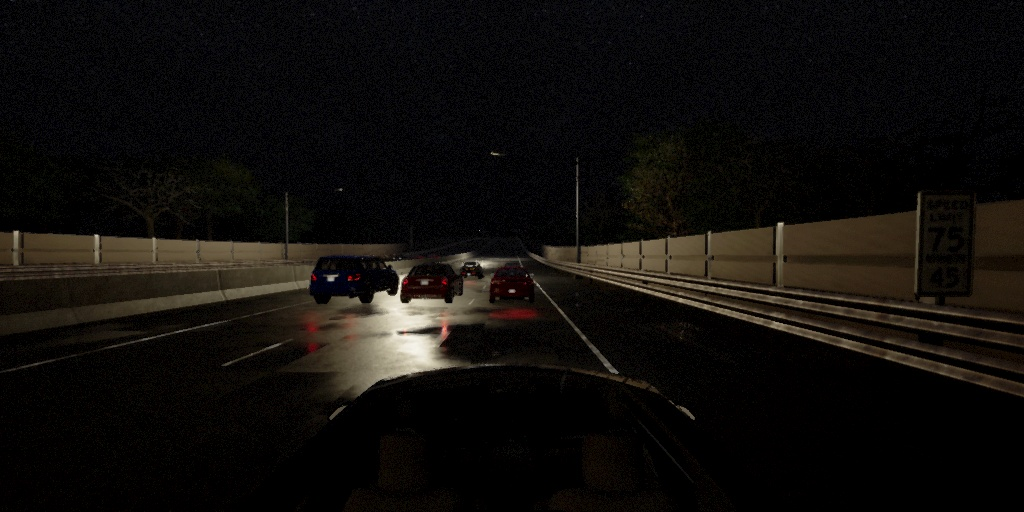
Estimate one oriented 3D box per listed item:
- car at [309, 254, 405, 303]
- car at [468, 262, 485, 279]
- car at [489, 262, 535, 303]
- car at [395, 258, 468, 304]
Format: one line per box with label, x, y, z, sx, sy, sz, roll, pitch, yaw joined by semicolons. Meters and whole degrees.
car;-7.000;0.995;16.536;2.150;2.045;5.566;0;0;0
car;-3.499;1.239;31.516;1.837;1.490;4.892;0;0;0
car;0.000;1.223;16.509;1.882;1.535;5.008;0;0;0
car;-3.500;1.104;16.477;2.097;1.767;4.553;0;0;0
